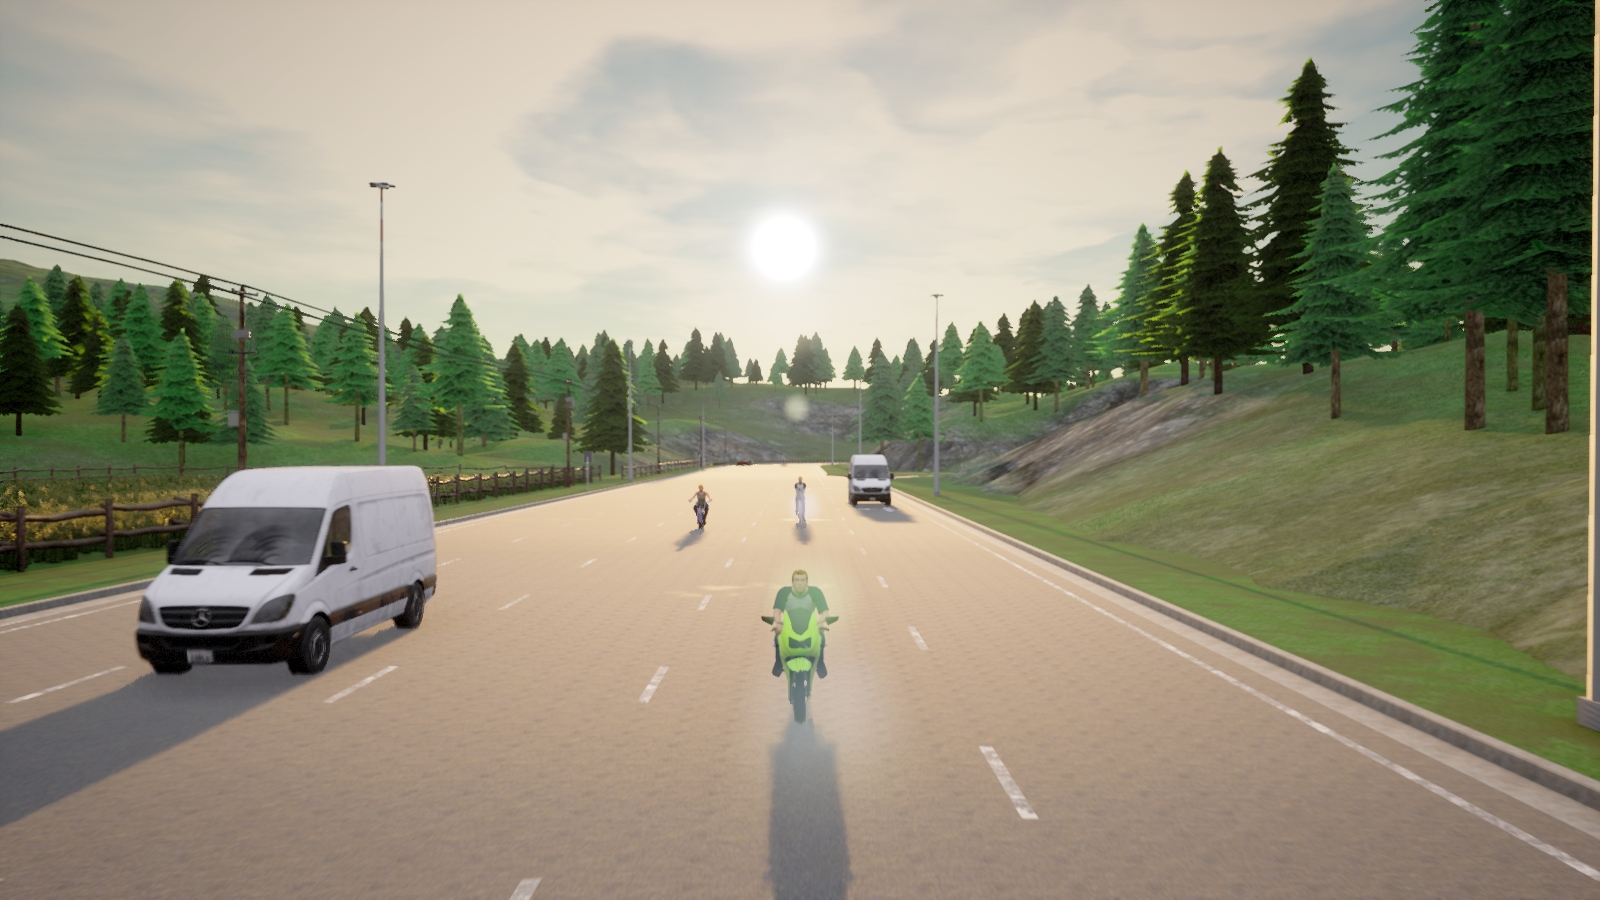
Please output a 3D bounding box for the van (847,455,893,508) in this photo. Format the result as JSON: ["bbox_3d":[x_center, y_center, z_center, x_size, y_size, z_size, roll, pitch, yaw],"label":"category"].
[{"bbox_3d":[3.530,1.526,58.501,1.988,2.561,5.915,0,0,0],"label":"van"}]

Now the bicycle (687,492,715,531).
[{"bbox_3d":[-3.492,2.151,40.320,0.859,1.277,1.487,0,0,0],"label":"bicycle"}]

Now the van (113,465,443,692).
[{"bbox_3d":[-7.004,1.531,16.251,1.988,2.561,5.915,0,0,0],"label":"van"}]

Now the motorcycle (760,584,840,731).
[{"bbox_3d":[0.000,2.183,12.374,0.803,1.199,2.033,0,0,0],"label":"motorcycle"}]

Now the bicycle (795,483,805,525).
[{"bbox_3d":[0.013,2.049,43.458,0.373,1.496,1.643,0,0,0],"label":"bicycle"}]
